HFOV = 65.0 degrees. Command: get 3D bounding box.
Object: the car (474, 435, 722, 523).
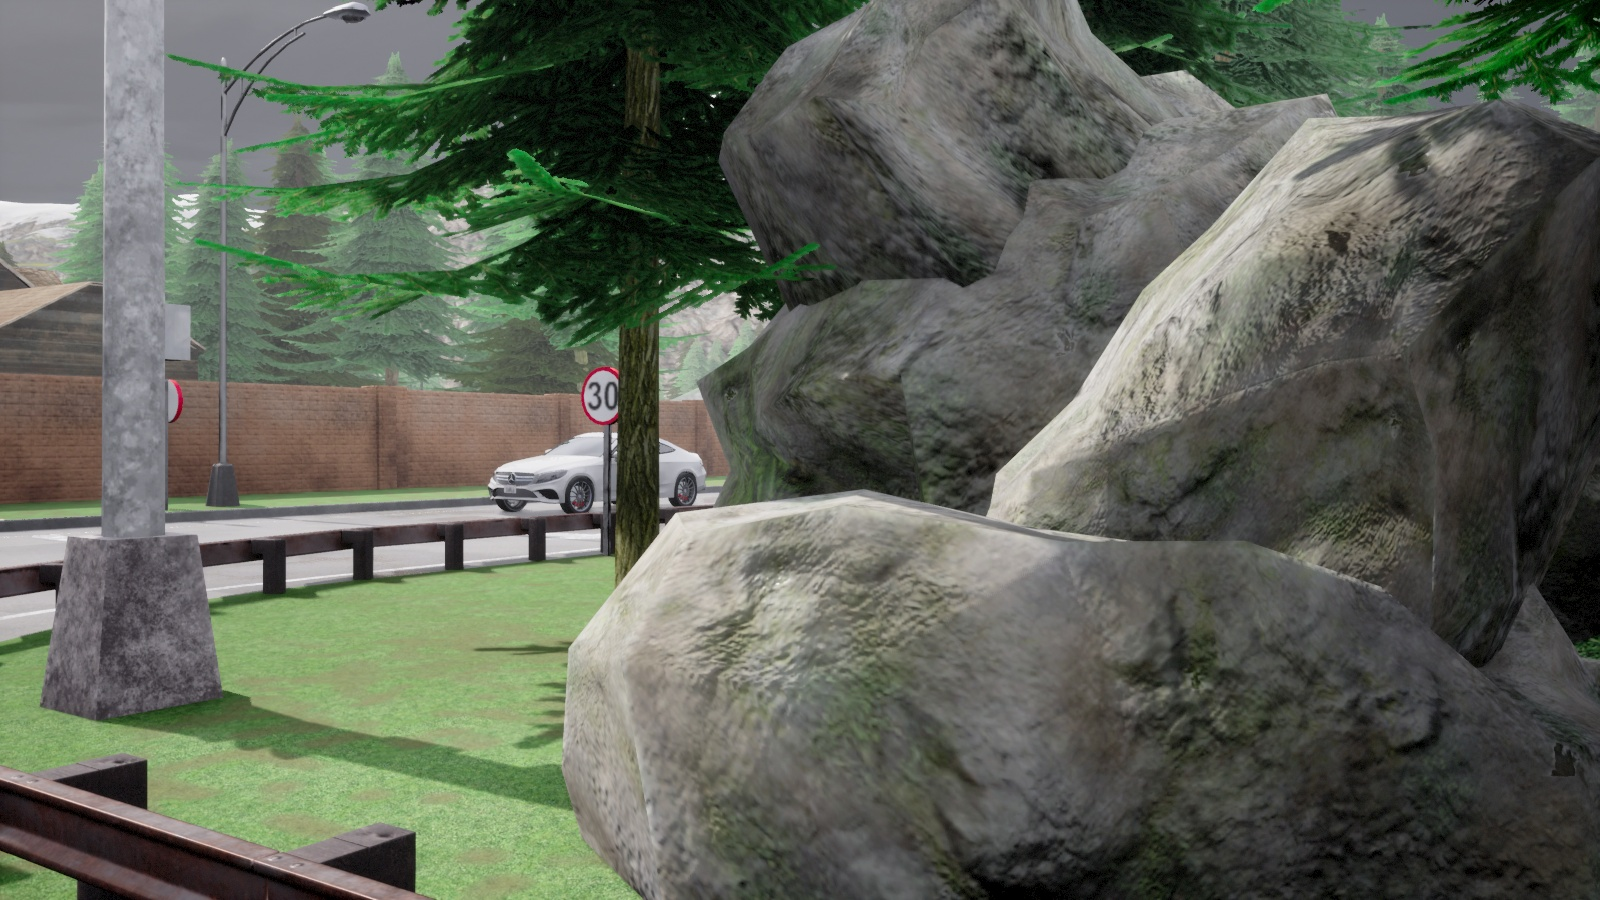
[{"bbox_3d":[-3.608,0.457,23.271,1.812,1.442,4.674,0,1,34],"label":"car"}]
